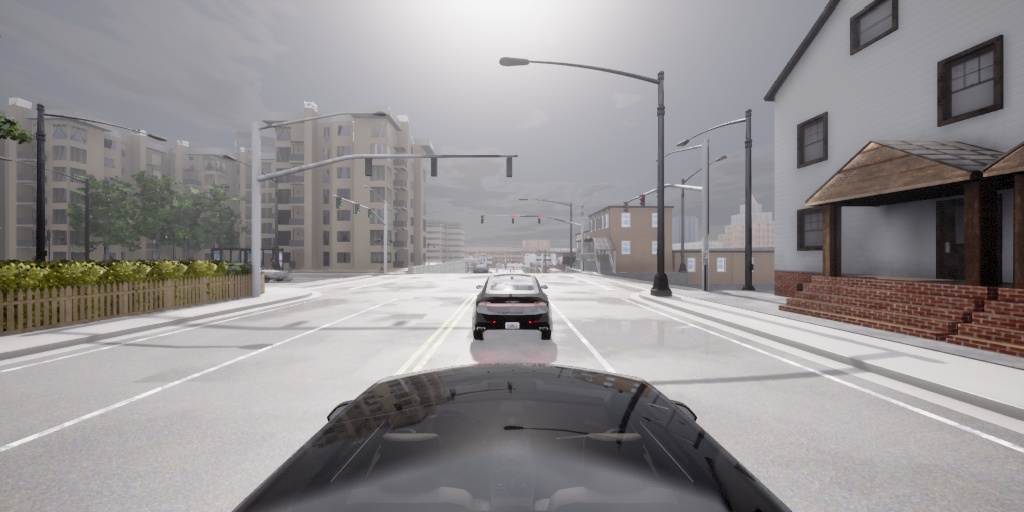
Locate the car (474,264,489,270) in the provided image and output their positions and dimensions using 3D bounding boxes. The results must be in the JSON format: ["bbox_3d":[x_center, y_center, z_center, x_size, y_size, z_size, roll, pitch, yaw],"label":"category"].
[{"bbox_3d":[-3.981,1.774,47.319,1.812,1.442,4.674,0,-4,0],"label":"car"}]

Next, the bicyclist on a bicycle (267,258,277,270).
[{"bbox_3d":[-25.605,1.053,38.225,0.582,1.620,1.656,0,0,0],"label":"bicyclist on a bicycle"}]

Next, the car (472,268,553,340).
[{"bbox_3d":[0.002,1.242,9.927,2.128,1.511,4.902,0,0,0],"label":"car"}]

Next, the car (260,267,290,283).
[{"bbox_3d":[-19.687,1.351,27.208,4.718,1.301,1.895,0,0,0],"label":"car"}]
